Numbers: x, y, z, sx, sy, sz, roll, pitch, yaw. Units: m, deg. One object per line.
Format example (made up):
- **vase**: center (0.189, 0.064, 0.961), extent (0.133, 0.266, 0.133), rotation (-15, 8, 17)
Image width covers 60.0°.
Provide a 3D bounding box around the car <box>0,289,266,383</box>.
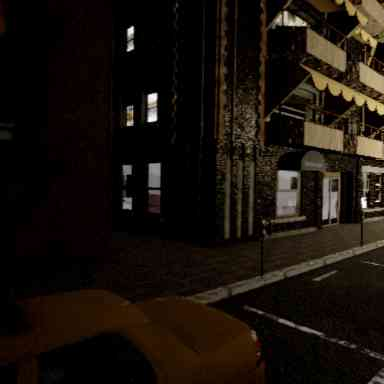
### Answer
- **car**: center (-1.454, 1.425, 2.103), extent (4.829, 1.417, 1.752), rotation (0, 2, -42)
